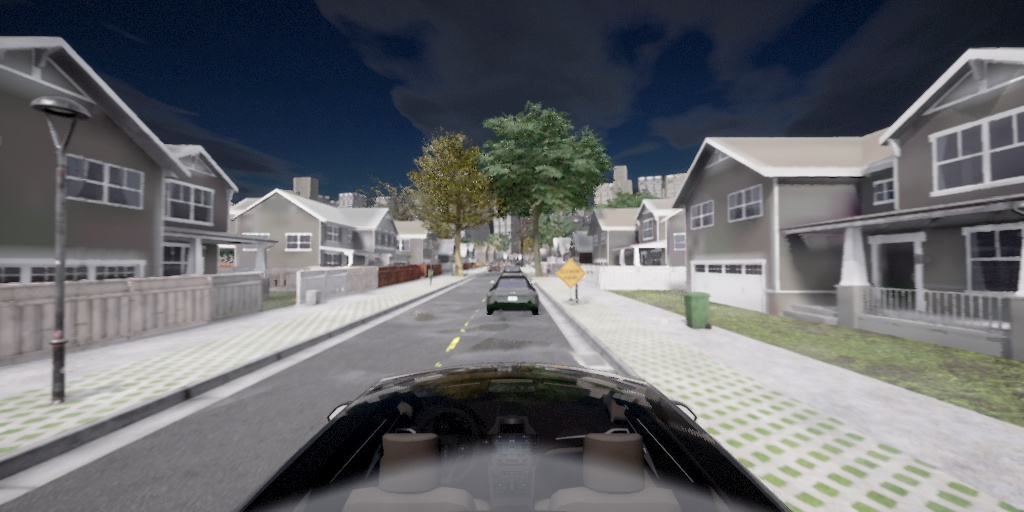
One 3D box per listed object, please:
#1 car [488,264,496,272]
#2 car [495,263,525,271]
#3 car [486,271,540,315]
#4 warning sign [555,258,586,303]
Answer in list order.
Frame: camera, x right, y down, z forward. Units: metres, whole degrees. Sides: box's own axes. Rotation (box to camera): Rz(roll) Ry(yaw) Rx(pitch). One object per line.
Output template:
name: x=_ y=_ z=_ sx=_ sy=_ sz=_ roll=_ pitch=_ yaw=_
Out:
car: x=-2.827 y=2.023 z=58.827 sx=1.994 sy=1.385 sz=4.181 roll=0 pitch=-1 yaw=0
car: x=0.035 y=1.567 z=29.208 sx=2.128 sy=1.511 sz=4.902 roll=0 pitch=-1 yaw=1
car: x=0.042 y=1.464 z=14.465 sx=1.994 sy=1.385 sz=4.181 roll=0 pitch=-1 yaw=1
warning sign: x=2.513 y=1.024 z=15.225 sx=1.300 sy=1.860 sz=1.060 roll=0 pitch=0 yaw=0
